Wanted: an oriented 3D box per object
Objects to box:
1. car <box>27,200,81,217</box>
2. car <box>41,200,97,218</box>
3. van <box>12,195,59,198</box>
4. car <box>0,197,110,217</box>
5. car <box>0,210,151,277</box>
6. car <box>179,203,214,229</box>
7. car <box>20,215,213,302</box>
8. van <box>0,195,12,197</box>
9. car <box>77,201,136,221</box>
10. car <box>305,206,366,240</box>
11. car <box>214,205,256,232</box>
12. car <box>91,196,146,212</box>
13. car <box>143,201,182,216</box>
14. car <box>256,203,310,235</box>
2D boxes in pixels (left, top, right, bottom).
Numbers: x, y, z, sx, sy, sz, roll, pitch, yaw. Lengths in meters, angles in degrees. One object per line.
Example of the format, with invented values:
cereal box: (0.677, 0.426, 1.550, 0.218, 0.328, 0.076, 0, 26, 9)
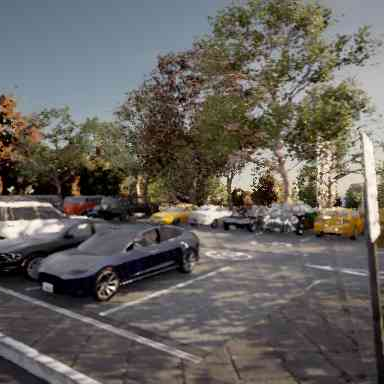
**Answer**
car: (-14.142, 1.630, 34.365, 2.163, 1.488, 4.792, 0, 0, 36)
car: (-12.006, 1.622, 32.814, 2.163, 1.488, 4.792, 0, 0, 36)
van: (-16.451, 1.390, 35.871, 1.878, 1.987, 4.442, 0, 0, 36)
car: (-6.149, 1.359, 12.400, 2.435, 2.045, 5.566, 0, 0, 36)
car: (-3.916, 1.613, 10.751, 2.097, 1.535, 5.008, 0, 0, 36)
car: (1.526, 1.642, 22.953, 2.002, 1.452, 4.674, 0, 0, 36)
car: (-1.689, 1.646, 9.092, 2.163, 1.488, 4.792, 0, 0, 36)
van: (-20.815, 1.429, 39.316, 1.878, 1.987, 4.442, -1, 0, 36)
car: (-7.455, 1.619, 29.440, 2.163, 1.488, 4.792, 0, 0, 36)
car: (8.151, 1.610, 18.142, 2.097, 1.535, 5.008, 0, 0, 36)
car: (3.752, 1.634, 21.304, 2.163, 1.488, 4.792, 0, 0, 36)
car: (-5.180, 1.341, 27.859, 2.435, 2.045, 5.566, 0, 0, 36)
car: (-0.823, 1.596, 24.432, 1.946, 1.575, 5.366, 0, 0, 36)
car: (5.929, 1.482, 19.799, 2.185, 1.767, 4.553, 0, 0, 36)
